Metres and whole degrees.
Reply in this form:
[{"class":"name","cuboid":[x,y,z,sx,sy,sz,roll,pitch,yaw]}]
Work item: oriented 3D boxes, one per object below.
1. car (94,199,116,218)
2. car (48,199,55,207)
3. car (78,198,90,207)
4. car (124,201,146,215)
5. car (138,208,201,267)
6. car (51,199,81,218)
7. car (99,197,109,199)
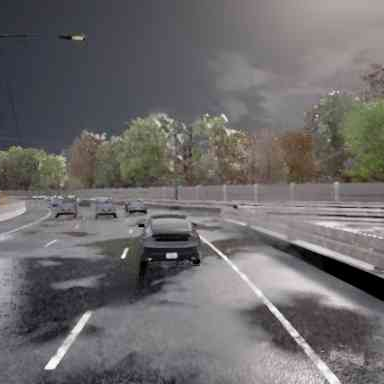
[{"class":"car","cuboid":[-8.230,1.653,31.481,2.033,1.411,5.357,0,0,-17]},{"class":"car","cuboid":[-21.836,1.786,53.554,1.994,1.385,4.181,0,0,-30]},{"class":"car","cuboid":[-17.641,1.703,53.257,1.837,1.490,4.892,0,0,-29]},{"class":"car","cuboid":[-6.207,1.667,36.276,1.994,1.385,4.181,0,0,-19]},{"class":"car","cuboid":[-0.815,1.531,11.625,1.837,1.490,4.892,0,0,-6]},{"class":"car","cuboid":[-12.143,1.676,32.336,2.033,1.411,5.357,0,0,-19]},{"class":"car","cuboid":[-14.629,1.562,55.136,1.812,1.442,4.674,3,-4,-27]}]
